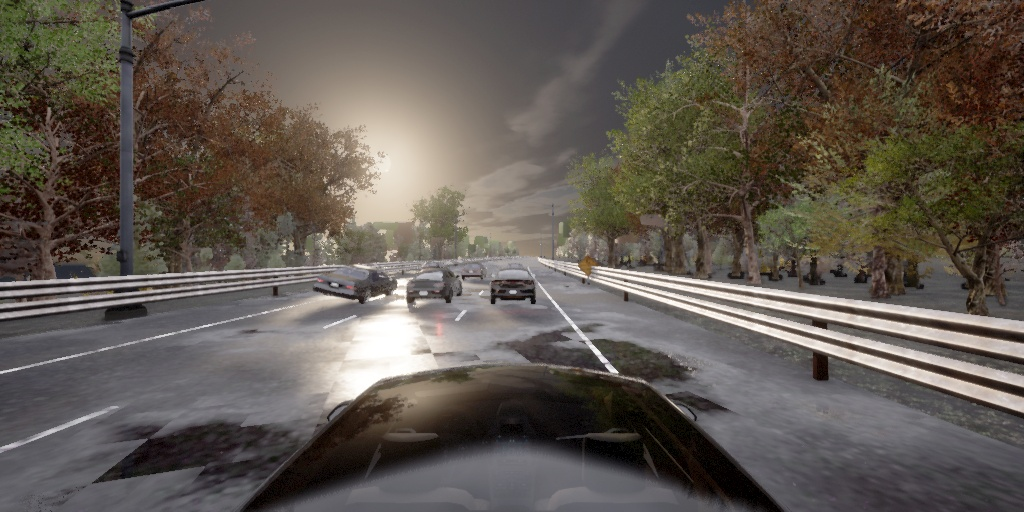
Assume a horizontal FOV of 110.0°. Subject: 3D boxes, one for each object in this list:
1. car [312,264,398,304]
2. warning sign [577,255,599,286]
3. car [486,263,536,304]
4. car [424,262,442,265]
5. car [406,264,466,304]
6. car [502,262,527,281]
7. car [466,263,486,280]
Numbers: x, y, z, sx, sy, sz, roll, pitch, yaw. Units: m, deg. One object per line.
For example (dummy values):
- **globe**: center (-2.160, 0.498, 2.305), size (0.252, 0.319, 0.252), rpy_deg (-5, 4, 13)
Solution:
- **car**: center (-6.828, 1.147, 16.343), size (2.033, 1.411, 5.357), rpy_deg (13, 0, 0)
- **warning sign**: center (4.670, 0.862, 21.882), size (1.300, 1.860, 1.060), rpy_deg (0, 0, 1)
- **car**: center (0.062, 1.236, 16.282), size (1.882, 1.535, 5.008), rpy_deg (0, 0, 0)
- **car**: center (-6.746, 1.242, 31.330), size (2.128, 1.511, 4.902), rpy_deg (0, 0, 1)
- **car**: center (-3.437, 1.285, 16.312), size (1.812, 1.442, 4.674), rpy_deg (0, 0, 0)
- **car**: center (0.253, 1.307, 31.210), size (2.033, 1.411, 5.357), rpy_deg (0, 0, 1)
- **car**: center (-3.246, 1.309, 31.270), size (2.033, 1.411, 5.357), rpy_deg (0, 0, 1)
